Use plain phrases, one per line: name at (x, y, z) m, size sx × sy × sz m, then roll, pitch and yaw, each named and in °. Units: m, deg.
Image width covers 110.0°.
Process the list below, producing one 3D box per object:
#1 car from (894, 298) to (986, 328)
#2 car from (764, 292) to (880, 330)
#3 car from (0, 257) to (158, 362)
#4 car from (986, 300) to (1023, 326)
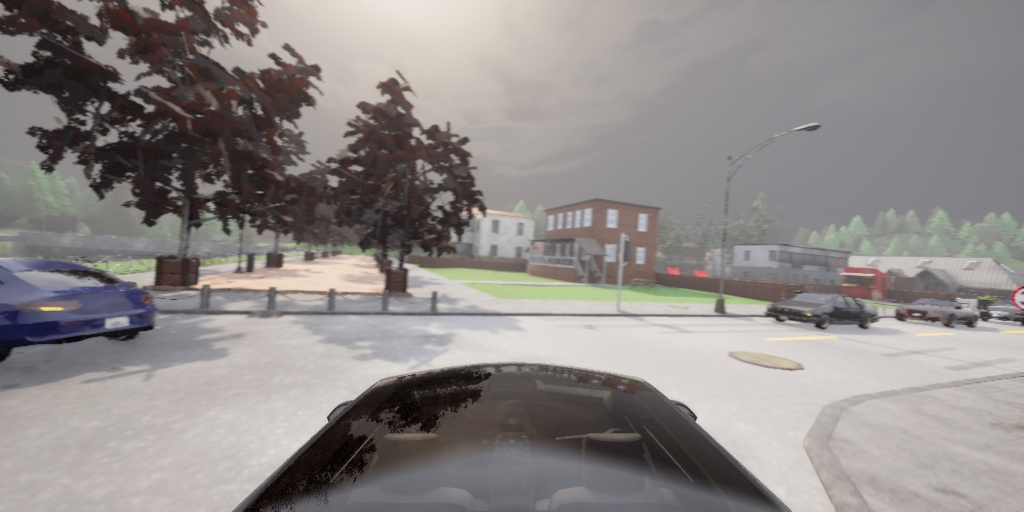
car at (22.912, 3.003, 19.363) m, size 4.181 × 1.385 × 1.994 m, roll 4°, pitch 0°, yaw -21°
car at (13.682, 2.331, 15.717) m, size 5.357 × 1.411 × 2.033 m, roll 4°, pitch 0°, yaw -21°
car at (-8.469, 0.728, 5.933) m, size 4.674 × 1.442 × 1.812 m, roll 4°, pitch -1°, yaw 7°
car at (32.371, 3.602, 23.084) m, size 4.902 × 1.511 × 2.128 m, roll 4°, pitch 0°, yaw -21°
